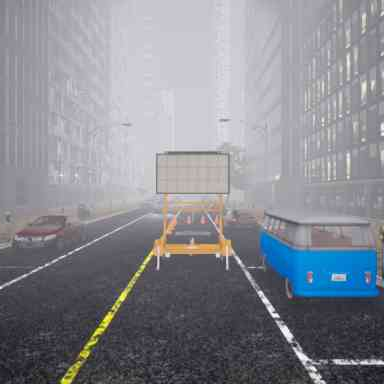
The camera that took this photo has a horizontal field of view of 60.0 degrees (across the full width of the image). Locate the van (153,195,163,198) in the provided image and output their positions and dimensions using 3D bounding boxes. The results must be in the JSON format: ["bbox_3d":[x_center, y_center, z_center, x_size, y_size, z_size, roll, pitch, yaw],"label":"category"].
[{"bbox_3d":[-5.548,1.328,53.541,1.690,1.788,3.998,0,0,0],"label":"van"}]

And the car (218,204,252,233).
[{"bbox_3d":[2.740,1.581,19.360,1.802,1.307,4.206,0,0,0],"label":"car"}]

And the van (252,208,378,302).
[{"bbox_3d":[2.709,1.341,7.976,1.690,1.788,3.998,0,0,0],"label":"van"}]

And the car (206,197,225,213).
[{"bbox_3d":[2.786,1.581,36.438,1.802,1.307,4.206,0,0,0],"label":"car"}]

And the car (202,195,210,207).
[{"bbox_3d":[2.817,1.544,47.822,2.008,1.369,4.403,0,0,0],"label":"car"}]

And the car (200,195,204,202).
[{"bbox_3d":[2.832,1.538,53.515,2.008,1.369,4.403,0,0,0],"label":"car"}]

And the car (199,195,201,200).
[{"bbox_3d":[2.863,1.410,64.900,1.967,1.590,4.097,0,0,0],"label":"car"}]

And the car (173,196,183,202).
[{"bbox_3d":[-2.836,1.500,62.120,1.812,1.442,4.674,0,0,0],"label":"car"}]

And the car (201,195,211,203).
[{"bbox_3d":[2.878,1.401,70.592,1.967,1.590,4.097,0,0,0],"label":"car"}]

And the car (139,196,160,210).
[{"bbox_3d":[-5.580,1.548,42.156,2.008,1.369,4.403,0,0,0],"label":"car"}]

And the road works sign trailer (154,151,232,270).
[{"bbox_3d":[0.027,0.464,11.002,2.380,3.560,2.880,0,0,0],"label":"road works sign trailer"}]

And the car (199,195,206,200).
[{"bbox_3d":[2.939,1.463,93.362,1.887,1.381,4.507,0,0,0],"label":"car"}]

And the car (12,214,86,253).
[{"bbox_3d":[-5.656,1.582,13.693,1.802,1.307,4.206,0,0,0],"label":"car"}]

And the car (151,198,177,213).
[{"bbox_3d":[-3.004,1.599,36.655,1.895,1.301,4.718,0,0,0],"label":"car"}]
